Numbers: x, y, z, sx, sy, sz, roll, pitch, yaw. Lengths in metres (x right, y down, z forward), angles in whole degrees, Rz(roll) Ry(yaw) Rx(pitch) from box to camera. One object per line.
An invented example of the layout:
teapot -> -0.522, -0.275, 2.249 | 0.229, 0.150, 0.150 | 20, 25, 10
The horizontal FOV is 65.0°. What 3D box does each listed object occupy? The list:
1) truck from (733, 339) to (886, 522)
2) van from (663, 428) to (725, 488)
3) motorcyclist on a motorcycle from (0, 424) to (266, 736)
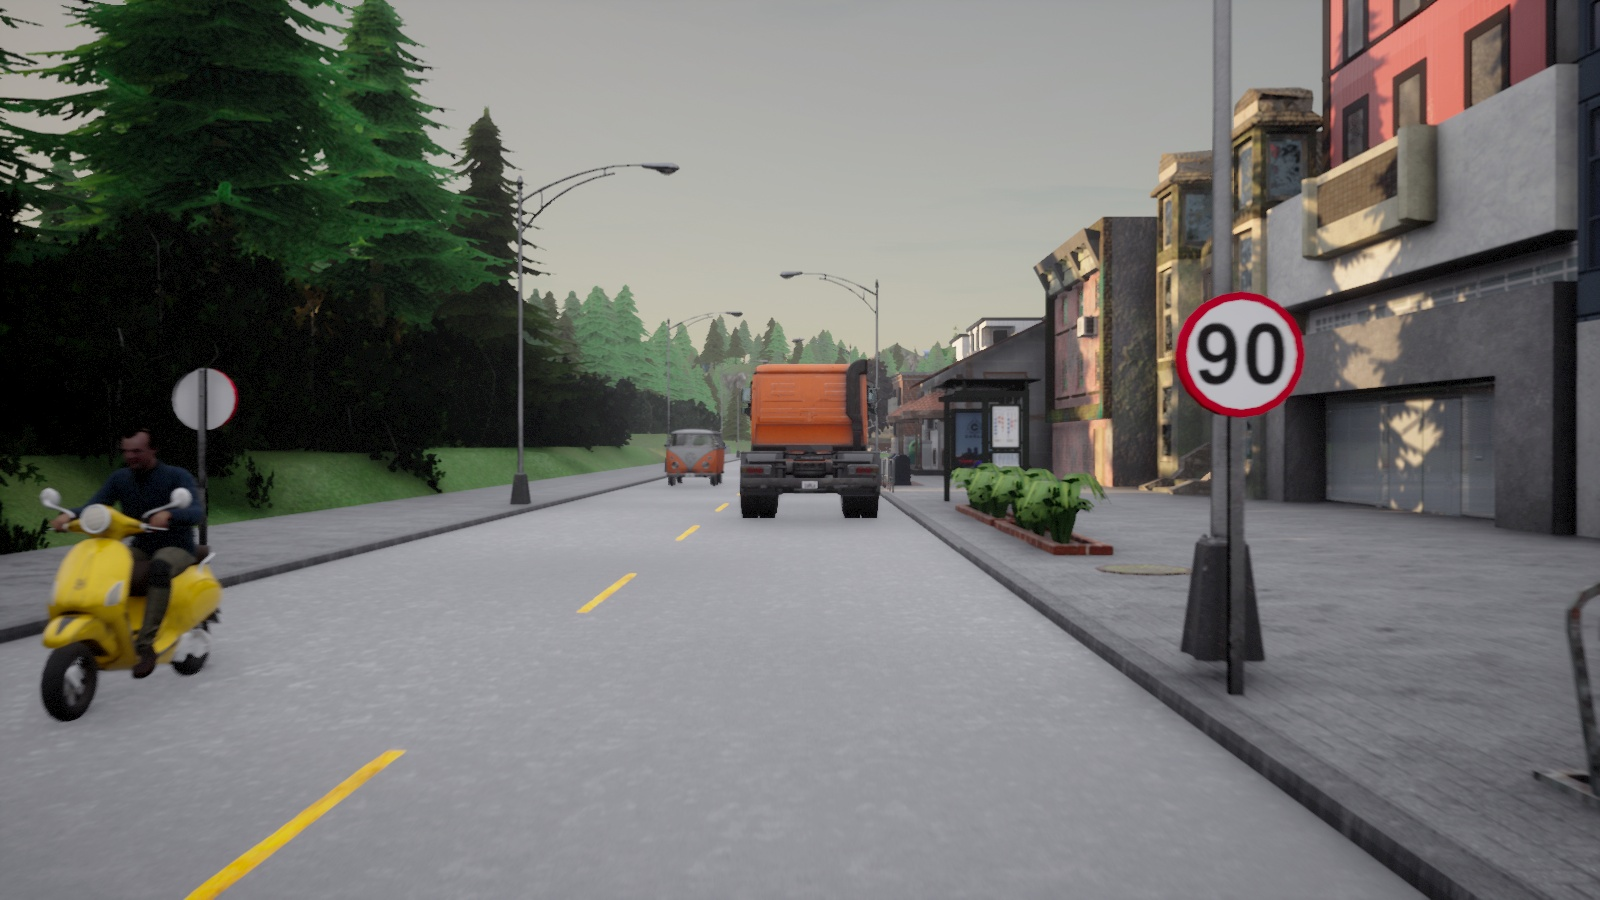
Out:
truck -> 0.203, -0.392, 27.769 | 2.891, 3.462, 7.936 | 0, 0, 0
van -> -3.688, 0.246, 44.198 | 1.775, 1.987, 4.442 | 0, 0, 0
motorcyclist on a motorcycle -> -3.934, 0.656, 7.303 | 0.866, 1.590, 1.817 | 0, 0, 0
